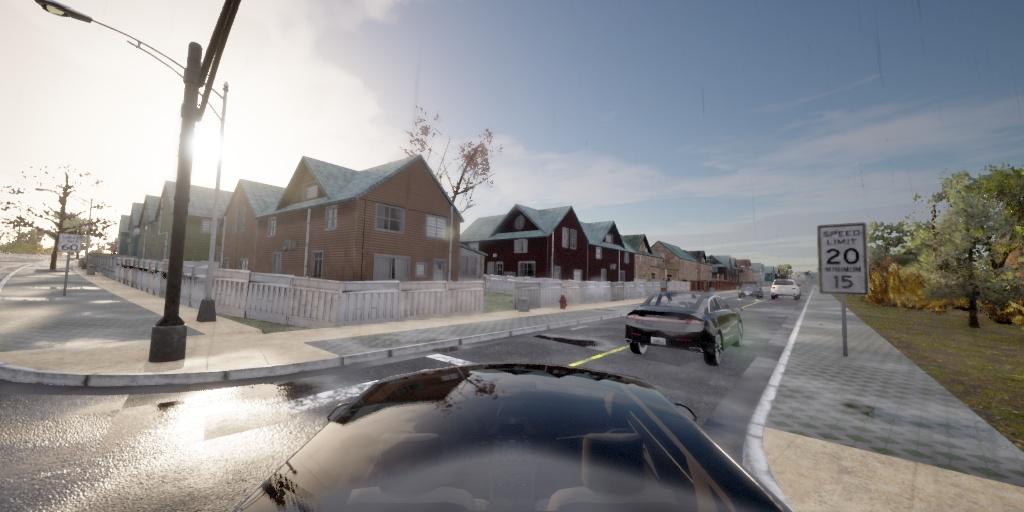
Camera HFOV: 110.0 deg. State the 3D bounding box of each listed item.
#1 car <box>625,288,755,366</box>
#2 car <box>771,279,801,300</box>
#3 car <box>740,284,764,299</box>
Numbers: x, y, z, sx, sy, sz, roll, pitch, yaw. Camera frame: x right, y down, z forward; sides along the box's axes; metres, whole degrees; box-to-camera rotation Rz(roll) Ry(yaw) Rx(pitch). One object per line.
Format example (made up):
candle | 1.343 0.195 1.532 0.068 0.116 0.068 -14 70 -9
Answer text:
car | 4.554 1.656 9.179 2.128 1.511 4.902 -2 -4 40
car | 28.328 3.453 37.113 2.150 2.045 5.566 -2 -4 41
car | 25.181 3.703 37.766 2.128 1.511 4.902 -2 -4 40
